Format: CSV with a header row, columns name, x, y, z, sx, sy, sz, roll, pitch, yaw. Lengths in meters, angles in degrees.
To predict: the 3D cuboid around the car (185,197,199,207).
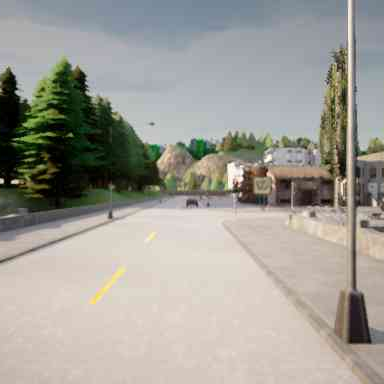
name,x,y,z,sx,sy,sz,roll,pitch,yaw
car,0.019,1.497,50.617,1.837,1.490,4.892,0,0,0
